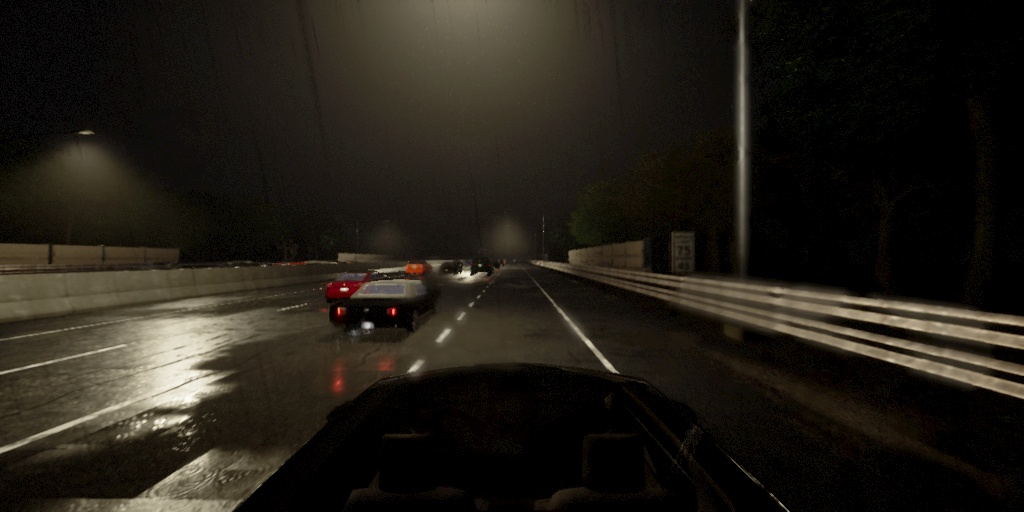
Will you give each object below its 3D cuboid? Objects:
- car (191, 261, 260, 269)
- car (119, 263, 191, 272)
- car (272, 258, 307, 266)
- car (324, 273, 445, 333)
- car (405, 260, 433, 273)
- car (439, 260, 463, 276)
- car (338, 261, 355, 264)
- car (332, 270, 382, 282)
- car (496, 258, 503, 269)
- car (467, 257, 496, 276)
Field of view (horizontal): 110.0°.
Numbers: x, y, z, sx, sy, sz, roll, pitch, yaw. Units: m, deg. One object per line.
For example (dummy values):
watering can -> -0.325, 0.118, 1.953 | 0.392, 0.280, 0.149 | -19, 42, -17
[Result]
car -> -20.968, 1.171, 27.038 | 2.097, 1.767, 4.553 | 0, 0, 0
car -> -27.962, 1.294, 28.215 | 1.882, 1.535, 5.008 | 0, 0, 0
car -> -27.786, 1.052, 44.884 | 2.097, 1.767, 4.553 | 0, 0, 0
car -> -3.459, 1.379, 10.853 | 1.895, 1.301, 4.718 | 0, 0, 0
car -> -10.310, 1.233, 40.051 | 2.097, 1.767, 4.553 | 0, 0, 0
car -> -6.810, 1.363, 40.093 | 1.882, 1.535, 5.008 | 0, 0, 0
car -> -20.787, 1.412, 44.814 | 1.882, 1.535, 5.008 | 0, 0, 0
car -> -6.929, 1.360, 16.840 | 1.994, 1.385, 4.181 | 0, 0, 0
car -> -3.189, 1.392, 63.881 | 2.097, 1.767, 4.553 | 0, 0, 0
car -> -3.312, 1.110, 40.108 | 2.150, 2.045, 5.566 | 0, 0, 0
